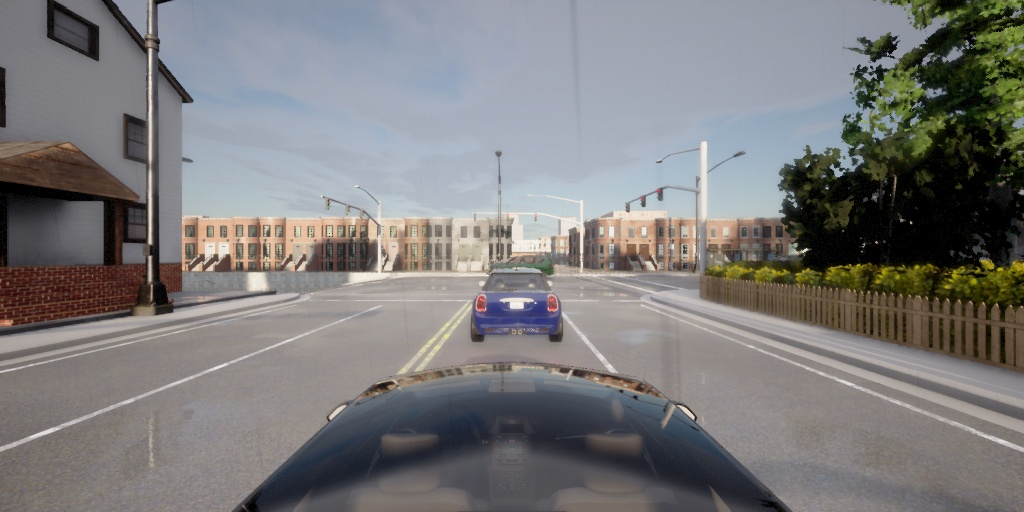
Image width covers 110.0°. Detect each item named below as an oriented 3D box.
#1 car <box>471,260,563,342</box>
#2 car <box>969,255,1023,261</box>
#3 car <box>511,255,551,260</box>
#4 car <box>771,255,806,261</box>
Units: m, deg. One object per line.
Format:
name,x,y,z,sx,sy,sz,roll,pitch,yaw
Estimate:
car,0.109,1.102,9.948,2.097,1.767,4.553,0,0,0
car,39.438,0.968,29.693,5.566,2.045,2.150,0,0,0
car,0.750,0.971,29.612,5.566,2.045,2.150,0,0,0
car,22.900,0.969,29.679,5.566,2.045,2.150,0,0,0
